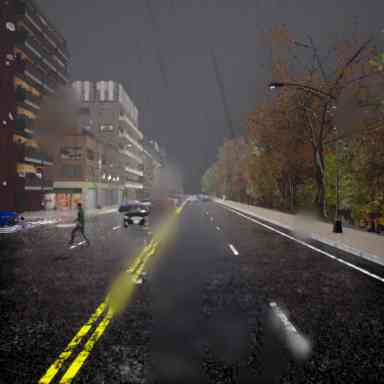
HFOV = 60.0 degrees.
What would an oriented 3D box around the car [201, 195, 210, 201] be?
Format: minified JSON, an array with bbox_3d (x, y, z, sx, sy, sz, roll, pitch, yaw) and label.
[{"bbox_3d":[3.266,1.474,80.211,2.033,1.411,5.357,0,0,0],"label":"car"}]

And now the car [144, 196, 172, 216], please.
[{"bbox_3d":[-3.346,1.494,33.477,1.882,1.535,5.008,0,0,0],"label":"car"}]

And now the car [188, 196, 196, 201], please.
[{"bbox_3d":[0.016,1.529,80.241,1.895,1.301,4.718,0,0,0],"label":"car"}]

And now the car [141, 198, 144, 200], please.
[{"bbox_3d":[-6.589,1.604,35.606,1.895,1.301,4.718,0,0,0],"label":"car"}]

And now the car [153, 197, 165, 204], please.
[{"bbox_3d":[-6.518,1.615,65.419,1.895,1.301,4.718,0,0,1],"label":"car"}]

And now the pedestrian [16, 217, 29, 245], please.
[{"bbox_3d":[-7.090,1.574,14.069,0.375,1.300,0.375,0,0,0],"label":"pedestrian"}]

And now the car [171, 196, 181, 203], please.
[{"bbox_3d":[-3.237,1.542,69.218,1.812,1.442,4.674,0,0,0],"label":"car"}]

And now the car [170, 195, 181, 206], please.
[{"bbox_3d":[-3.327,1.361,54.487,2.097,1.767,4.553,0,0,0],"label":"car"}]

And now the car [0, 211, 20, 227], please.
[{"bbox_3d":[-14.314,1.646,22.571,5.008,1.535,1.882,0,0,4],"label":"car"}]

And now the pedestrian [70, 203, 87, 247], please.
[{"bbox_3d":[-4.582,1.294,13.468,0.375,1.860,0.375,0,0,0],"label":"pedestrian"}]

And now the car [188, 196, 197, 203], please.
[{"bbox_3d":[0.014,1.605,70.241,1.895,1.301,4.718,0,0,0],"label":"car"}]

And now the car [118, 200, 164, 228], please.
[{"bbox_3d":[-3.355,1.534,22.487,2.128,1.511,4.902,0,0,0],"label":"car"}]

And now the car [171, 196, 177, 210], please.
[{"bbox_3d":[-3.341,1.606,43.296,1.895,1.301,4.718,0,0,0],"label":"car"}]

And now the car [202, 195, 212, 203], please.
[{"bbox_3d":[3.264,1.605,70.241,1.895,1.301,4.718,0,0,0],"label":"car"}]
